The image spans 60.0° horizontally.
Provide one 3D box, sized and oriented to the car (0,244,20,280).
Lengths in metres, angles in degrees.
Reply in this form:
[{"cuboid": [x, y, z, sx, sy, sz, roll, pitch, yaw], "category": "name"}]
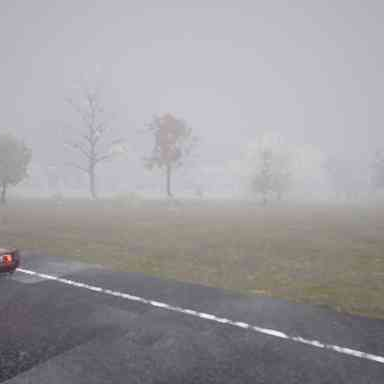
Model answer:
[{"cuboid": [-6.225, 1.450, 7.851, 4.718, 1.301, 1.895, 1, 1, 33], "category": "car"}]
